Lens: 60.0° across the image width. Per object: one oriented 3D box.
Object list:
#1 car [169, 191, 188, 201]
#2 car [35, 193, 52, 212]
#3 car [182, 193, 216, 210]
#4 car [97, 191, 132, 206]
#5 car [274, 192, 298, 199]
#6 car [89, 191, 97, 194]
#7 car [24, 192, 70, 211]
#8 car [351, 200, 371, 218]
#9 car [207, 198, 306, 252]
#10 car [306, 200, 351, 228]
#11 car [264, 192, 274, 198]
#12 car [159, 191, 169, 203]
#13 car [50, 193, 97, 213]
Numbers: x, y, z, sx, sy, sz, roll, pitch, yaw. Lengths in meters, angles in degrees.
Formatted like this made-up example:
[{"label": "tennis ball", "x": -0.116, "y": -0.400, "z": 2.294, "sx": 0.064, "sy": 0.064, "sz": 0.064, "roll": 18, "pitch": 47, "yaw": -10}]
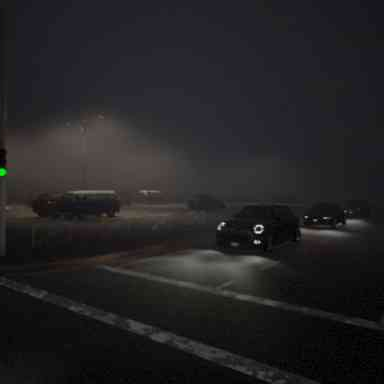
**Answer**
[{"label": "car", "x": -2.193, "y": 0.817, "z": 68.464, "sx": 1.905, "sy": 1.878, "sz": 3.866, "roll": 1, "pitch": 0, "yaw": 37}, {"label": "car", "x": -14.988, "y": 1.105, "z": 37.437, "sx": 1.784, "sy": 1.438, "sz": 3.905, "roll": 1, "pitch": 0, "yaw": 37}, {"label": "car", "x": 0.976, "y": 1.201, "z": 44.383, "sx": 1.970, "sy": 1.475, "sz": 3.806, "roll": 1, "pitch": 0, "yaw": 37}, {"label": "car", "x": -12.633, "y": 0.821, "z": 54.394, "sx": 1.932, "sy": 1.855, "sz": 4.605, "roll": 1, "pitch": 0, "yaw": 37}, {"label": "car", "x": 15.863, "y": 0.997, "z": 55.010, "sx": 1.932, "sy": 1.855, "sz": 4.605, "roll": 1, "pitch": 0, "yaw": 37}, {"label": "car", "x": -14.920, "y": 1.008, "z": 56.176, "sx": 1.784, "sy": 1.438, "sz": 3.905, "roll": 1, "pitch": 0, "yaw": 37}, {"label": "car", "x": -17.170, "y": 0.872, "z": 38.997, "sx": 1.932, "sy": 1.855, "sz": 4.605, "roll": 1, "pitch": 0, "yaw": 37}, {"label": "car", "x": 14.971, "y": 1.458, "z": 30.307, "sx": 2.128, "sy": 1.511, "sz": 4.902, "roll": 1, "pitch": 0, "yaw": 37}, {"label": "car", "x": 2.878, "y": 1.327, "z": 13.946, "sx": 2.097, "sy": 1.767, "sz": 4.553, "roll": 1, "pitch": 0, "yaw": 36}, {"label": "car", "x": 8.865, "y": 1.475, "z": 22.056, "sx": 1.837, "sy": 1.490, "sz": 4.892, "roll": 1, "pitch": 0, "yaw": 36}, {"label": "car", "x": 13.574, "y": 0.977, "z": 56.781, "sx": 1.905, "sy": 1.878, "sz": 3.866, "roll": 1, "pitch": 0, "yaw": 37}, {"label": "car", "x": -4.511, "y": 1.033, "z": 70.202, "sx": 1.970, "sy": 1.475, "sz": 3.806, "roll": 1, "pitch": 0, "yaw": 37}, {"label": "car", "x": -12.666, "y": 1.160, "z": 35.709, "sx": 1.970, "sy": 1.475, "sz": 3.806, "roll": 1, "pitch": 0, "yaw": 37}]
